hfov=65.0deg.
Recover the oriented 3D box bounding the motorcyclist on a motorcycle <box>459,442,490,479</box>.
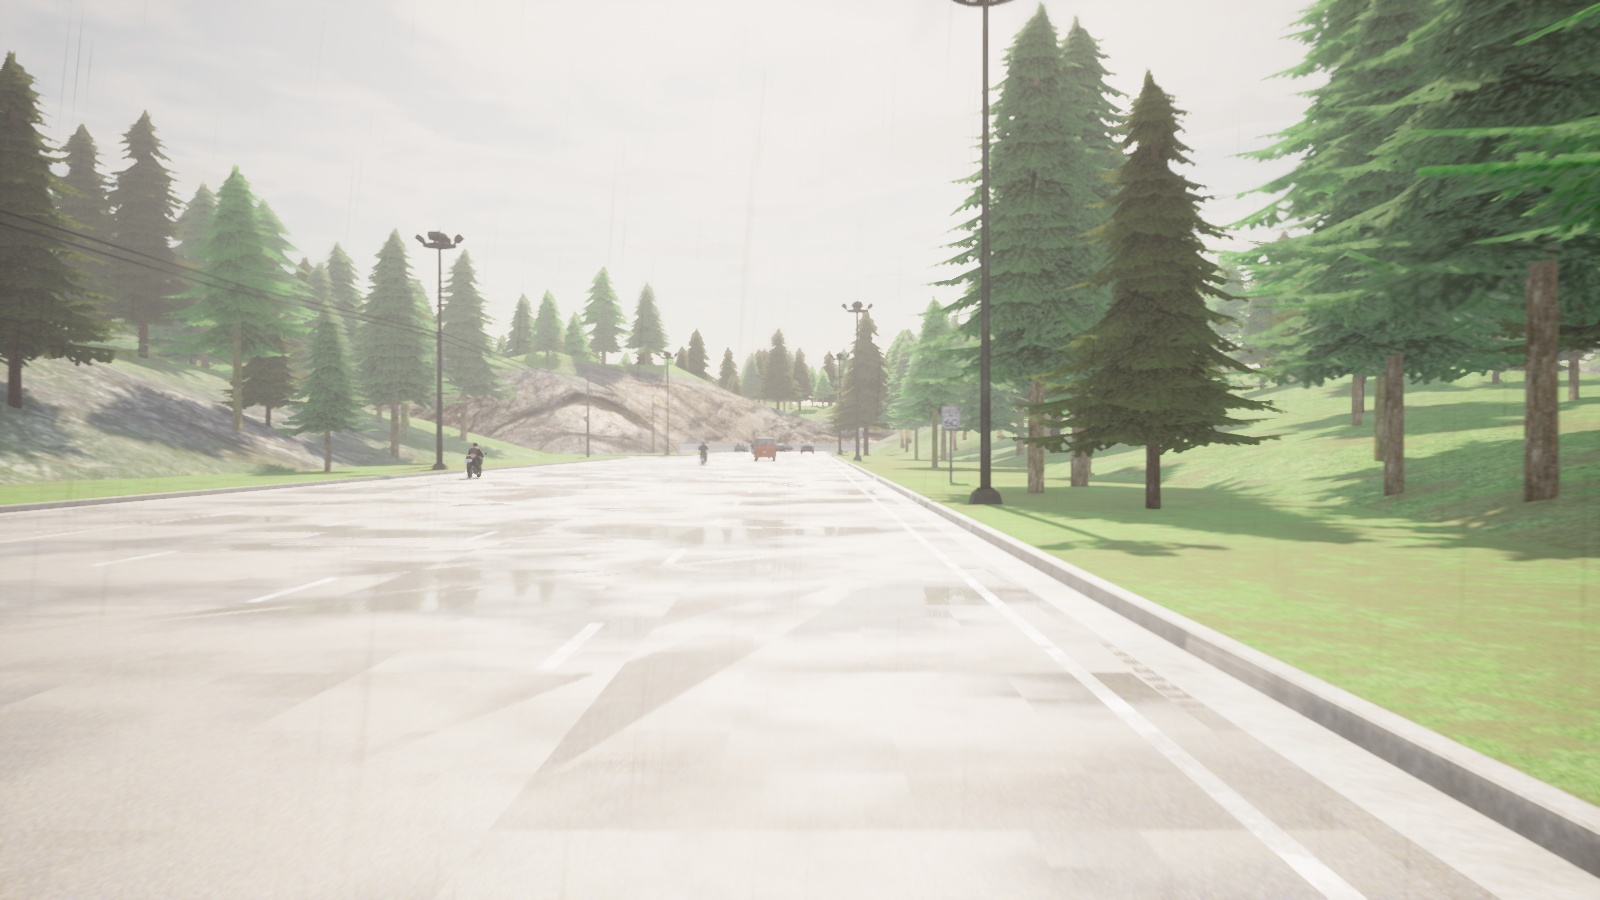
[{"bbox_3d":[-13.683,0.421,52.828,0.797,1.523,2.044,0,0,0],"label":"motorcyclist on a motorcycle"}]
